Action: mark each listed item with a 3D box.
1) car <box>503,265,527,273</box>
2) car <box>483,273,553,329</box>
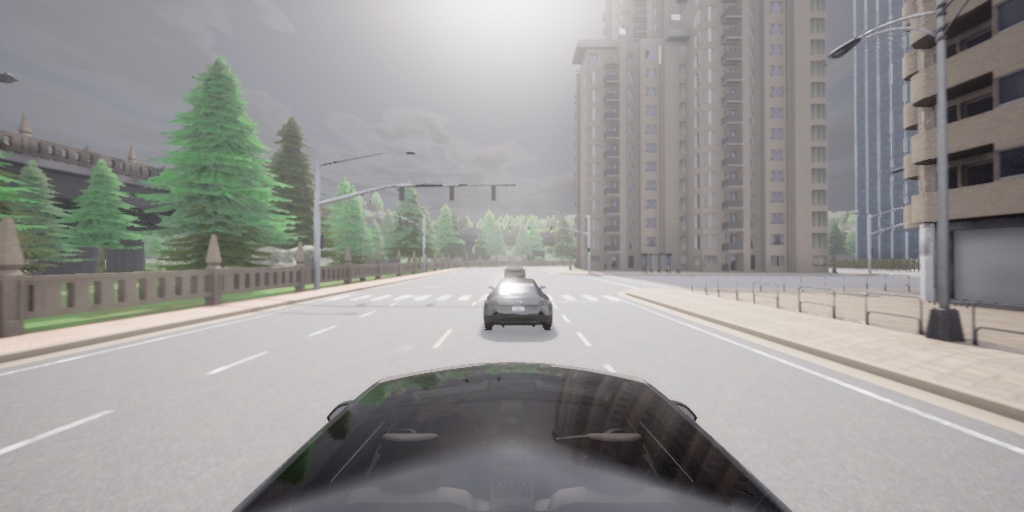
[{"bbox_3d":[0.252,1.549,32.525,1.837,1.490,4.892,0,0,0],"label":"car"},{"bbox_3d":[0.169,1.398,11.562,1.994,1.385,4.181,0,-1,0],"label":"car"}]
